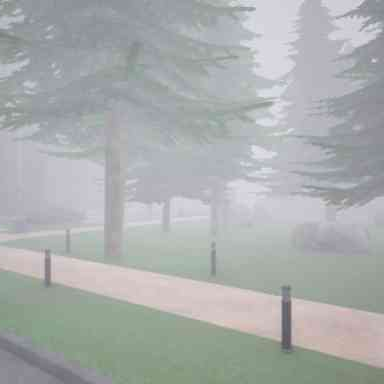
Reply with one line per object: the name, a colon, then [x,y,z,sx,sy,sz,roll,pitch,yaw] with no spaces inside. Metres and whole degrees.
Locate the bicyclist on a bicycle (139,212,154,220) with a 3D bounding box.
bicyclist on a bicycle: [-3.697,1.440,26.909,1.656,1.620,0.582,-1,0,37]

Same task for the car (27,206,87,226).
car: [-9.977,1.729,24.801,1.994,1.385,4.181,0,0,37]
